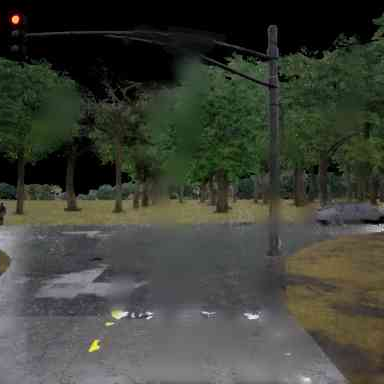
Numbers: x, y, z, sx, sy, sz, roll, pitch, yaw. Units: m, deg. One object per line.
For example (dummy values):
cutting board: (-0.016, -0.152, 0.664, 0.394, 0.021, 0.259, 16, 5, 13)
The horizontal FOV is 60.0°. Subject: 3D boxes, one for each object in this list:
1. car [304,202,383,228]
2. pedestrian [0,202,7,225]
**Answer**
car: (9.351, 1.299, 19.267, 5.357, 1.411, 2.033, -1, -2, 0)
pedestrian: (-15.243, 1.718, 26.758, 0.375, 1.860, 0.375, 0, -1, 0)
